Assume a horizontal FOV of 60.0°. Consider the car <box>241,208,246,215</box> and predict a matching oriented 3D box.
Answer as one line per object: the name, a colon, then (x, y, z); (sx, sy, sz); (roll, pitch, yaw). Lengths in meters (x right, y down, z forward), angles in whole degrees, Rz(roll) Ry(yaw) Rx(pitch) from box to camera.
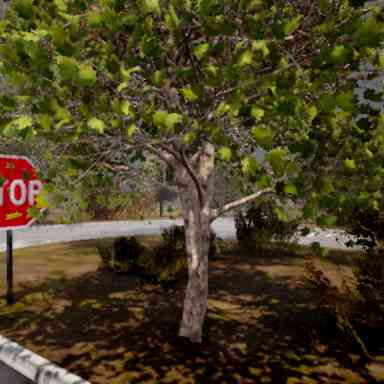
car: (6.990, 2.678, 42.130); (2.128, 1.511, 4.902); (-1, -3, 36)
